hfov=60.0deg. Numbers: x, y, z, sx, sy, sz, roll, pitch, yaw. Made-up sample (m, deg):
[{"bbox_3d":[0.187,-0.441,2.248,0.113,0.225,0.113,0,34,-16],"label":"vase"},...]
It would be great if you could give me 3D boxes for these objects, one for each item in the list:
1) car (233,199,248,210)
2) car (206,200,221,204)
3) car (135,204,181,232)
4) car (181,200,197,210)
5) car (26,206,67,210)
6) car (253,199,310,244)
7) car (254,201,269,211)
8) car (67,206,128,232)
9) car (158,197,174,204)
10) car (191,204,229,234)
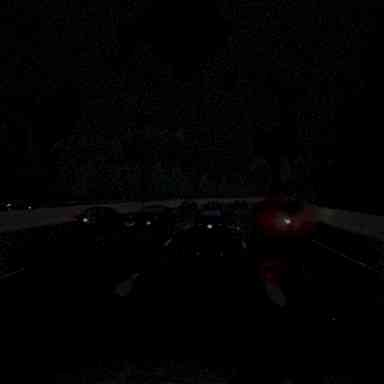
[{"bbox_3d":[7.598,1.908,51.842,2.128,1.511,4.902,0,0,17],"label":"car"},{"bbox_3d":[3.212,1.935,49.398,1.994,1.385,4.181,0,0,15],"label":"car"},{"bbox_3d":[-2.171,1.615,21.247,1.882,1.535,5.008,0,0,6],"label":"car"},{"bbox_3d":[-0.460,1.910,49.180,1.994,1.385,4.181,0,0,15],"label":"car"},{"bbox_3d":[-14.514,1.704,34.977,2.033,1.411,5.357,0,0,10],"label":"car"},{"bbox_3d":[4.404,1.371,16.937,2.150,2.045,5.566,0,0,6],"label":"car"},{"bbox_3d":[9.980,2.001,47.550,1.895,1.301,4.718,0,0,15],"label":"car"},{"bbox_3d":[-5.729,1.663,21.252,2.033,1.411,5.357,0,0,7],"label":"car"},{"bbox_3d":[-6.062,1.956,77.144,1.994,1.385,4.181,0,0,22],"label":"car"},{"bbox_3d":[1.227,1.677,20.206,1.812,1.442,4.674,0,0,6],"label":"car"}]
